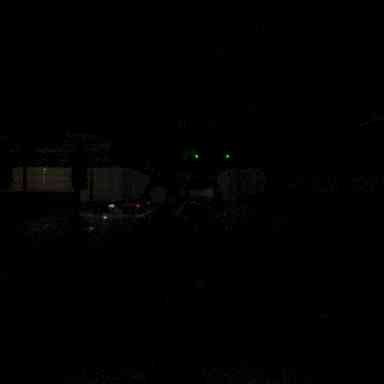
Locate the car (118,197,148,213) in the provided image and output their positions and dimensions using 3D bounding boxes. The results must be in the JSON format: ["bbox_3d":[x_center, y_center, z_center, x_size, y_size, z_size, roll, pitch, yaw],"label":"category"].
[{"bbox_3d":[-6.950,1.552,39.809,2.097,1.767,4.553,0,0,1],"label":"car"}]

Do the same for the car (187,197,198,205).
[{"bbox_3d":[0.144,1.777,65.662,1.837,1.490,4.892,0,0,0],"label":"car"}]

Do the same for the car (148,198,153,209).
[{"bbox_3d":[-6.933,1.580,48.652,2.097,1.767,4.553,0,0,1],"label":"car"}]

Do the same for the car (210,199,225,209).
[{"bbox_3d":[3.708,1.710,48.673,2.128,1.511,4.902,0,0,0],"label":"car"}]

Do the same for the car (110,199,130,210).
[{"bbox_3d":[-10.431,1.796,48.631,1.994,1.385,4.181,0,0,0],"label":"car"}]

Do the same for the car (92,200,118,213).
[{"bbox_3d":[-10.445,1.708,39.725,1.837,1.490,4.892,0,0,1],"label":"car"}]
